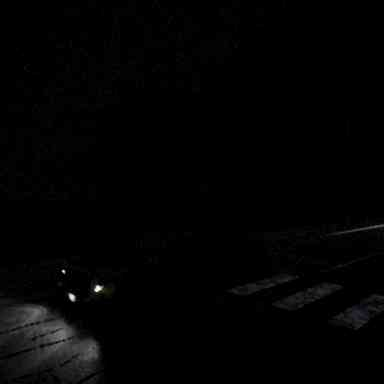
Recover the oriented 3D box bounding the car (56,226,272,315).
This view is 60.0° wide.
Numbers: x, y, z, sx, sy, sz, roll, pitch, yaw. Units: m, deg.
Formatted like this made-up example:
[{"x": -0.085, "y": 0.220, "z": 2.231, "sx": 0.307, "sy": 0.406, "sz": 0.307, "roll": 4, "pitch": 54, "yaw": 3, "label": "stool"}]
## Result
[{"x": -0.232, "y": 1.546, "z": 7.845, "sx": 5.357, "sy": 1.411, "sz": 2.033, "roll": 1, "pitch": 1, "yaw": -43, "label": "car"}]
